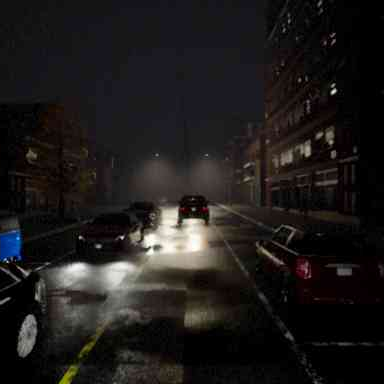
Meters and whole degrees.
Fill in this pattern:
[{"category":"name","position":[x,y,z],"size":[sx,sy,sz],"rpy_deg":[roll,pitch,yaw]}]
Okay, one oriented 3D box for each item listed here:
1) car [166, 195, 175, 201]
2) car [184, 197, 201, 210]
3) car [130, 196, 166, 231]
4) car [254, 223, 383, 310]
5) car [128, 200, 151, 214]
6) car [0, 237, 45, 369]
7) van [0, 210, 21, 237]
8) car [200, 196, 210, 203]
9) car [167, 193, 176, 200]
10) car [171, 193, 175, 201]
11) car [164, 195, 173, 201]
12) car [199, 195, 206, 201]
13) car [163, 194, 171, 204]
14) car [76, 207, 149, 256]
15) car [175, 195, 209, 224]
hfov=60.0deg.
[{"category":"car","position":[-5.662,1.590,87.393],"size":[1.947,1.339,4.313],"rpy_deg":[1,0,0]},{"category":"car","position":[0.104,1.500,44.698],"size":[2.128,1.511,4.902],"rpy_deg":[0,0,0]},{"category":"car","position":[-2.997,1.355,20.499],"size":[2.097,1.767,4.553],"rpy_deg":[0,0,0]},{"category":"car","position":[2.707,1.441,7.839],"size":[1.967,1.590,4.097],"rpy_deg":[1,0,0]},{"category":"car","position":[-5.671,1.589,36.213],"size":[1.802,1.307,4.206],"rpy_deg":[1,0,0]},{"category":"car","position":[-3.086,1.507,3.034],"size":[1.837,1.490,4.892],"rpy_deg":[0,-1,0]},{"category":"van","position":[-5.671,1.343,7.780],"size":[1.690,1.788,3.998],"rpy_deg":[1,0,0]},{"category":"car","position":[2.715,1.541,70.563],"size":[1.752,1.417,4.829],"rpy_deg":[1,0,0]},{"category":"car","position":[-5.657,1.342,93.080],"size":[2.192,1.841,5.009],"rpy_deg":[1,0,0]},{"category":"car","position":[-5.665,1.584,76.021],"size":[1.947,1.339,4.313],"rpy_deg":[1,0,0]},{"category":"car","position":[-5.661,1.461,81.707],"size":[1.967,1.590,4.097],"rpy_deg":[1,0,0]},{"category":"car","position":[2.717,1.605,87.453],"size":[1.802,1.307,4.206],"rpy_deg":[1,0,0]},{"category":"car","position":[-5.664,1.454,64.646],"size":[1.967,1.590,4.097],"rpy_deg":[1,0,0]},{"category":"car","position":[-3.080,1.528,13.320],"size":[1.812,1.442,4.674],"rpy_deg":[0,0,0]},{"category":"car","position":[0.103,1.227,24.745],"size":[2.150,2.045,5.566],"rpy_deg":[0,0,0]}]
